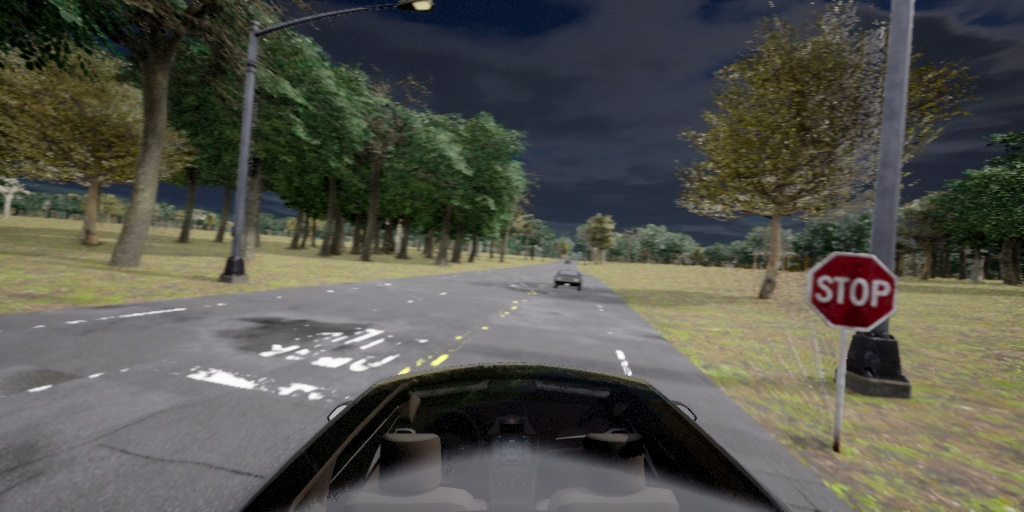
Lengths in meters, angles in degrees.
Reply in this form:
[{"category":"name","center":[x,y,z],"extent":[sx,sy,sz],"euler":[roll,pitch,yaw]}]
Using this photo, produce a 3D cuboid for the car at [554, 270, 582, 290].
[{"category":"car","center":[4.181,1.660,26.388],"extent":[1.895,1.301,4.718],"euler":[5,0,11]}]
